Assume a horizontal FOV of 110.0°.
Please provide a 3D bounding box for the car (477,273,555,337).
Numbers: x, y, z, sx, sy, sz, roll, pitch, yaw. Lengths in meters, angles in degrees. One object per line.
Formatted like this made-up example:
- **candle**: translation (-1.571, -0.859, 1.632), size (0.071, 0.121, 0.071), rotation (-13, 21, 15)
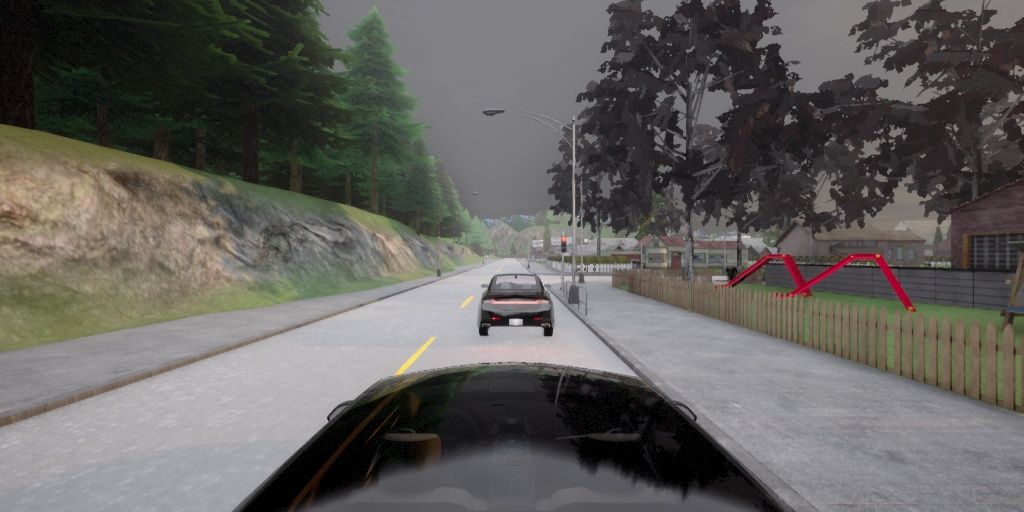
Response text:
- **car**: translation (0.116, 1.241, 10.307), size (2.128, 1.511, 4.902), rotation (0, 0, 1)
